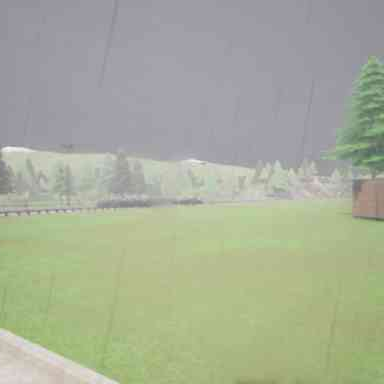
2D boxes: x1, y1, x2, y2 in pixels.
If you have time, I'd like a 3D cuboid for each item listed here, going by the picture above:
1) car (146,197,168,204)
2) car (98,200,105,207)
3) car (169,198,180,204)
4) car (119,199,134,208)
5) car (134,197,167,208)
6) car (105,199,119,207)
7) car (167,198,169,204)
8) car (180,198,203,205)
[{"bbox_3d":[-7.773,1.931,74.315,1.882,1.535,5.008,-1,0,35],"label":"car"},{"bbox_3d":[-15.732,2.107,62.866,1.994,1.385,4.181,-1,0,36],"label":"car"},{"bbox_3d":[-2.015,1.971,70.333,1.895,1.301,4.718,-1,0,35],"label":"car"},{"bbox_3d":[-9.938,1.972,58.937,1.837,1.490,4.892,-1,0,35],"label":"car"},{"bbox_3d":[-7.069,1.934,56.934,1.837,1.490,4.892,-1,0,35],"label":"car"},{"bbox_3d":[-12.808,1.997,60.940,2.128,1.511,4.902,-1,0,35],"label":"car"},{"bbox_3d":[-4.902,1.940,72.312,2.128,1.511,4.902,-1,0,35],"label":"car"},{"bbox_3d":[0.364,1.933,67.626,1.837,1.490,4.892,-1,0,35],"label":"car"}]
